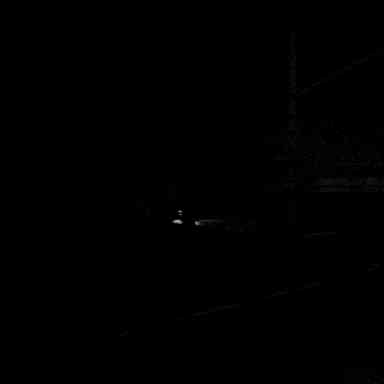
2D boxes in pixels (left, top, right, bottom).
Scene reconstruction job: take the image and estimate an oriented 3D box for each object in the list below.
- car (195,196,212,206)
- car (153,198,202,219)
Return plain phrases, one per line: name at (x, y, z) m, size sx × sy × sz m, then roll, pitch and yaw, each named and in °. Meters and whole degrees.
car at (0.933, 1.374, 49.194) m, size 4.892 × 1.490 × 1.837 m, roll 0°, pitch 0°, yaw -44°
car at (-1.563, 1.431, 28.090) m, size 1.837 × 1.490 × 4.892 m, roll 0°, pitch 0°, yaw -34°
